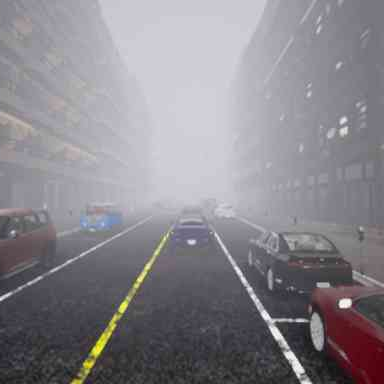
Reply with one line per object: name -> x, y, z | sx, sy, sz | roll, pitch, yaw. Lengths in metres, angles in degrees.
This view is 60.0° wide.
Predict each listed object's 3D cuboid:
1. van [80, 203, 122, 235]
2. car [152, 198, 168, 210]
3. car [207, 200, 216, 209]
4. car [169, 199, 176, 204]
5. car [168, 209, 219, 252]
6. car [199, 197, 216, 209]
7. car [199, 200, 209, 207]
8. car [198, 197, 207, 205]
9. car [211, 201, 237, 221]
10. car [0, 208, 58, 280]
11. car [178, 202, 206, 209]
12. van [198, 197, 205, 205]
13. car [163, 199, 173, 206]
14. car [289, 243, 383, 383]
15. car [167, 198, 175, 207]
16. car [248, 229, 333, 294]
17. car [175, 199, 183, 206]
van -> -5.305, 1.534, 19.852 | 1.690, 1.788, 3.998 | 2, -1, 0
car -> -5.337, 2.128, 53.033 | 1.947, 1.339, 4.313 | 1, -1, 0
car -> 2.996, 1.907, 37.365 | 1.812, 1.442, 4.674 | 0, -1, 0
car -> -5.368, 2.655, 91.744 | 1.802, 1.307, 4.206 | 1, -1, 0
car -> -0.006, 1.664, 14.378 | 1.812, 1.442, 4.674 | 0, 0, 0
car -> 2.519, 1.811, 47.451 | 2.192, 1.841, 5.009 | 1, -1, 0
car -> 2.496, 2.350, 69.572 | 1.802, 1.307, 4.206 | 1, -1, 0
car -> 2.493, 2.232, 80.637 | 2.192, 1.841, 5.009 | 1, -1, 0
car -> 3.001, 1.830, 30.364 | 1.812, 1.442, 4.674 | 0, -1, 0
car -> -5.296, 1.399, 8.794 | 2.192, 1.841, 5.009 | 2, -1, 0
car -> -0.018, 1.857, 29.304 | 1.994, 1.385, 4.181 | 0, -1, 0
van -> 2.488, 2.335, 86.168 | 1.690, 1.788, 3.998 | 1, -1, 0
car -> -5.354, 2.387, 75.152 | 1.887, 1.381, 4.507 | 1, -1, 0
car -> 2.582, 1.576, 3.203 | 1.887, 1.381, 4.507 | 1, -1, 0
car -> -5.344, 2.084, 69.624 | 2.192, 1.841, 5.009 | 1, -1, 0
car -> 2.578, 1.634, 8.735 | 2.008, 1.369, 4.403 | 1, -1, 0
car -> -2.803, 2.261, 71.020 | 1.882, 1.535, 5.008 | 0, -1, 0
